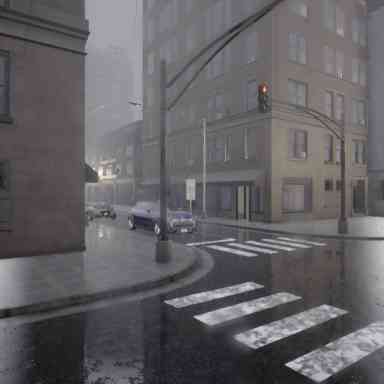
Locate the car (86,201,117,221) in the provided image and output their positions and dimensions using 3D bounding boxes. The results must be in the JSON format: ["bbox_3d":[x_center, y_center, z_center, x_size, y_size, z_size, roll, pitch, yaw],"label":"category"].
[{"bbox_3d":[-7.472,1.428,26.049,1.994,1.385,4.181,0,0,-35],"label":"car"}]

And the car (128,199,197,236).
[{"bbox_3d":[-1.675,1.269,17.944,2.097,1.767,4.553,0,0,-36],"label":"car"}]
